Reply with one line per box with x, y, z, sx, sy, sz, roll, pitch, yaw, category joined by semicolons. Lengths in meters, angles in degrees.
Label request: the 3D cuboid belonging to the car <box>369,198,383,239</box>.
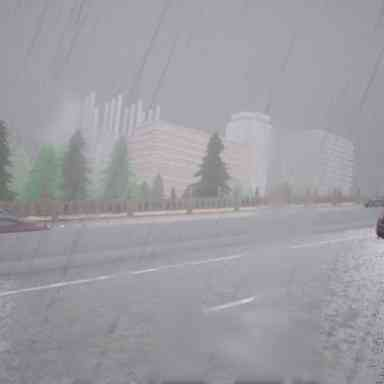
10.703;1.273;15.696;4.553;1.767;2.097;0;0;-36;car

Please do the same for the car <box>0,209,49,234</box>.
-7.445;1.525;11.579;4.674;1.442;1.812;0;0;-36;car

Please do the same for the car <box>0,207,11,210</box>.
-11.355;1.505;17.388;4.892;1.490;1.837;0;0;-36;car

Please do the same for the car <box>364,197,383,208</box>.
23.855;1.370;42.515;4.181;1.385;1.994;0;0;-35;car
